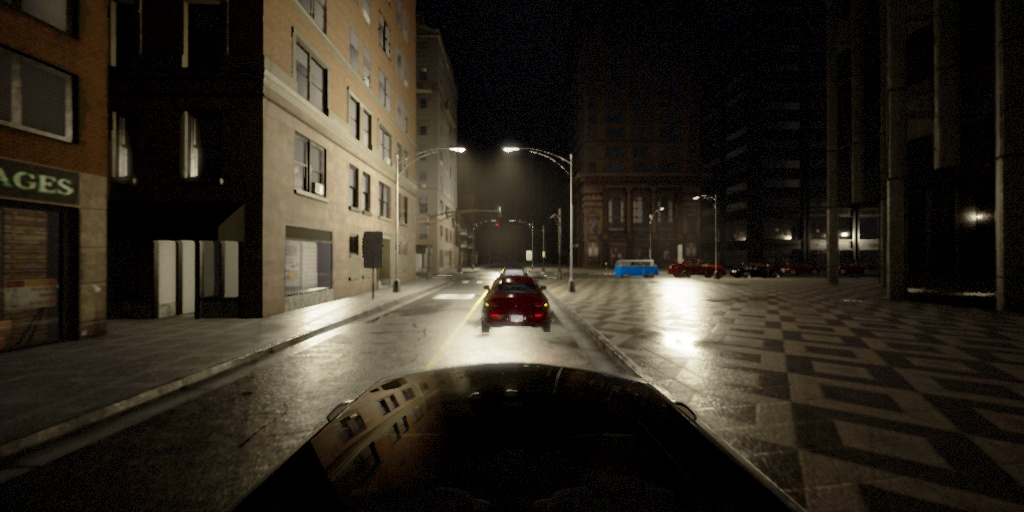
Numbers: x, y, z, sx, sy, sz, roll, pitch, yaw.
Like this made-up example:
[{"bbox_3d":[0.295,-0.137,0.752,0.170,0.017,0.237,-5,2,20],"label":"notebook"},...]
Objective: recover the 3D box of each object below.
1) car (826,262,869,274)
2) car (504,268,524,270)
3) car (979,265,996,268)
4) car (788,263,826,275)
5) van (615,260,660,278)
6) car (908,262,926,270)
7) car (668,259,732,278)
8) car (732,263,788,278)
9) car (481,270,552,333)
[{"bbox_3d":[39.869,1.379,42.795,4.097,1.591,1.967,0,0,-1],"label":"car"},{"bbox_3d":[0.125,1.398,21.944,1.994,1.385,4.181,0,0,0],"label":"car"},{"bbox_3d":[45.605,1.482,34.349,4.207,1.307,1.802,0,0,-1],"label":"car"},{"bbox_3d":[34.230,1.524,42.716,4.207,1.307,1.802,0,0,-1],"label":"car"},{"bbox_3d":[11.766,1.257,33.874,3.998,1.789,1.690,0,0,-1],"label":"van"},{"bbox_3d":[39.964,1.343,34.270,4.097,1.591,1.967,0,0,-1],"label":"car"},{"bbox_3d":[17.407,1.230,33.953,5.009,1.841,2.192,0,0,-1],"label":"car"},{"bbox_3d":[23.047,1.478,34.032,4.313,1.339,1.948,0,0,-1],"label":"car"},{"bbox_3d":[0.102,1.314,10.759,1.812,1.442,4.674,0,0,0],"label":"car"}]
